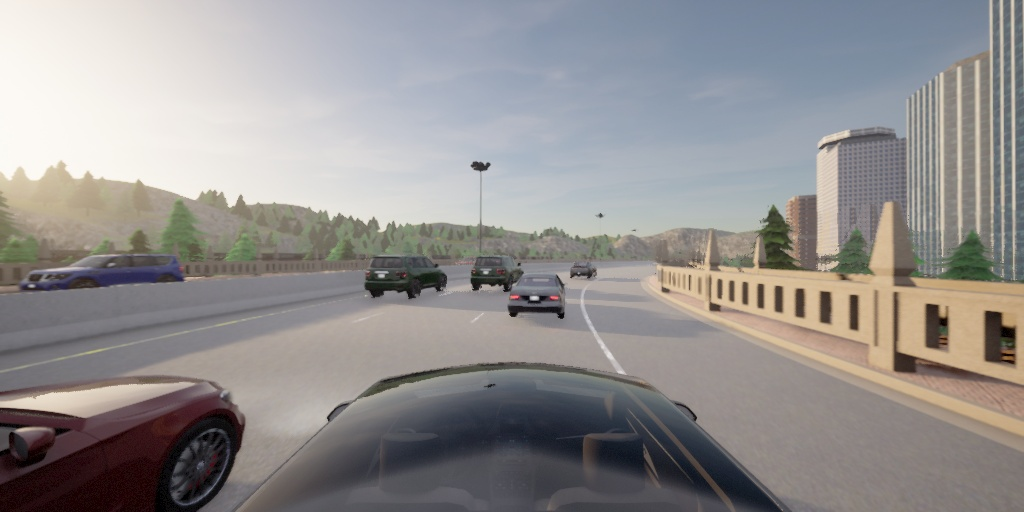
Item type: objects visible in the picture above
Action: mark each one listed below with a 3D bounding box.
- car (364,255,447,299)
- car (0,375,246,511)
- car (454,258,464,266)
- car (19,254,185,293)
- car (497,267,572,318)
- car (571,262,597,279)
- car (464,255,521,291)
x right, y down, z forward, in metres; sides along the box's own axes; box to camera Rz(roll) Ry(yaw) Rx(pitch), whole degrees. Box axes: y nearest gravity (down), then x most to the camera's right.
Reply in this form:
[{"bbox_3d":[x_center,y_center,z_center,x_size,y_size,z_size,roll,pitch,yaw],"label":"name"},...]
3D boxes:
[{"bbox_3d":[-5.171,0.961,18.171,2.150,2.045,5.566,0,0,10],"label":"car"},{"bbox_3d":[-3.308,1.260,1.259,1.812,1.442,4.674,0,0,0],"label":"car"},{"bbox_3d":[-4.722,1.040,42.599,2.150,2.045,5.566,0,-1,26],"label":"car"},{"bbox_3d":[-19.626,0.905,17.702,2.150,2.045,5.566,0,0,9],"label":"car"},{"bbox_3d":[1.033,1.303,13.128,2.033,1.411,5.357,0,0,8],"label":"car"},{"bbox_3d":[6.715,1.306,33.393,2.128,1.511,4.902,0,0,22],"label":"car"},{"bbox_3d":[-0.791,0.983,21.863,2.150,2.045,5.566,0,0,13],"label":"car"}]
